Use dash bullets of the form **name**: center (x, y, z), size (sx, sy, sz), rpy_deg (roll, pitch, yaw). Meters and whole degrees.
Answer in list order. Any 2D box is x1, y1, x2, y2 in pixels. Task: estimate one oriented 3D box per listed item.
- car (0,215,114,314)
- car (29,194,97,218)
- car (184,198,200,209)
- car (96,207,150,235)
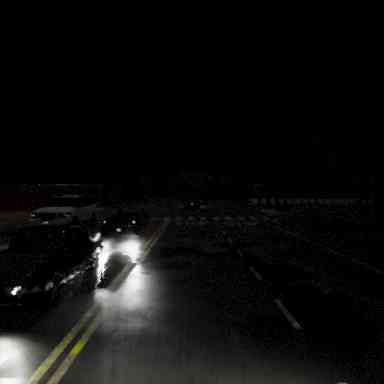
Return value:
- **car**: center (-3.597, 1.522, 7.998), size (2.033, 1.411, 5.357), rpy_deg (0, 0, 0)
- **car**: center (-7.032, 1.162, 18.842), size (2.150, 2.045, 5.566), rpy_deg (0, 0, 0)
- **car**: center (0.030, 1.390, 41.682), size (1.994, 1.385, 4.181), rpy_deg (0, 0, 0)
- **car**: center (-3.535, 1.540, 18.361), size (1.895, 1.301, 4.718), rpy_deg (0, 0, 0)
